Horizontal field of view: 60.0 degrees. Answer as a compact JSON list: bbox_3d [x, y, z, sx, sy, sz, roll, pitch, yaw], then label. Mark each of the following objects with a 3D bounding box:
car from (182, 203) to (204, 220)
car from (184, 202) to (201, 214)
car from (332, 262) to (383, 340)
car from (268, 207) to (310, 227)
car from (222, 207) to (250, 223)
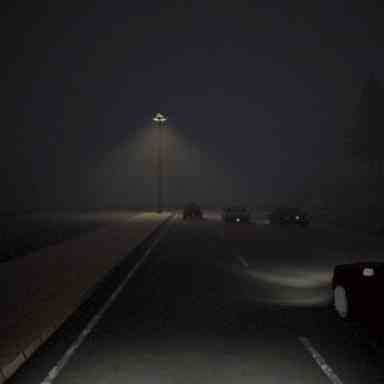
[{"bbox_3d":[0.086,1.875,32.306,1.812,1.442,4.674,0,-1,0],"label":"car"},{"bbox_3d":[0.110,2.020,42.243,1.994,1.385,4.181,0,-1,1],"label":"car"},{"bbox_3d":[3.598,1.526,4.366,1.882,1.535,5.008,0,-1,0],"label":"car"},{"bbox_3d":[7.094,1.817,24.845,2.033,1.411,5.357,0,-1,0],"label":"car"},{"bbox_3d":[3.592,1.906,28.212,1.895,1.301,4.718,0,-1,0],"label":"car"}]
